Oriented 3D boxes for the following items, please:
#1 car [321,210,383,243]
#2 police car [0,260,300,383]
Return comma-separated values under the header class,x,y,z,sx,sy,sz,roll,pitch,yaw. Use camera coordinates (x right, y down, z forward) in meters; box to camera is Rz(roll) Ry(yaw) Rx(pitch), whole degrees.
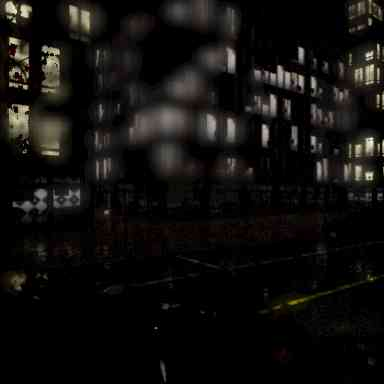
class,x,y,z,sx,sy,sz,roll,pitch,yaw
car,8.141,1.563,16.226,4.313,1.339,1.947,0,0,-36
police car,-1.159,1.425,2.607,5.238,1.638,1.930,0,0,-36
